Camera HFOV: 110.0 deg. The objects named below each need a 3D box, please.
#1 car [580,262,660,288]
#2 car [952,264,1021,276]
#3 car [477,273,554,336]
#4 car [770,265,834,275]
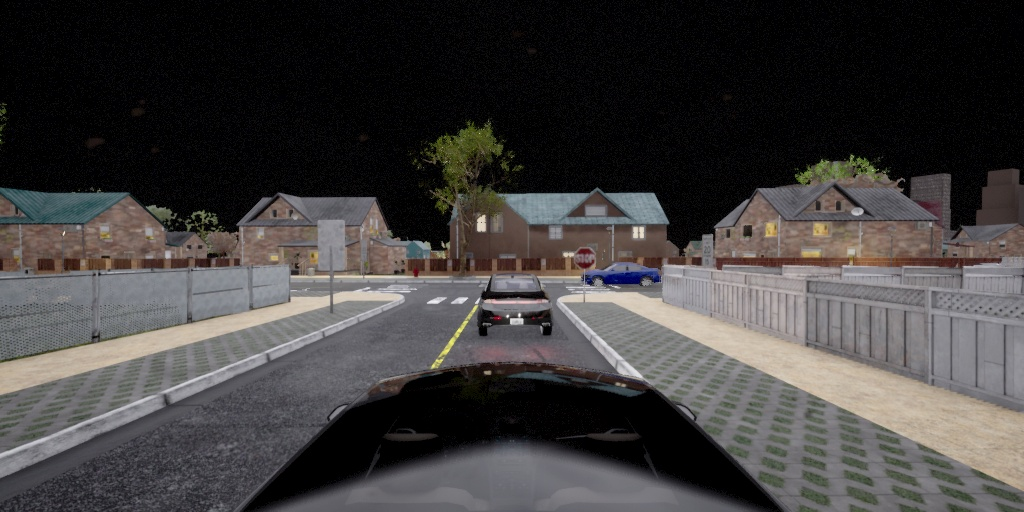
[{"bbox_3d":[6.926,1.185,23.233,5.008,1.535,1.882,0,1,-1],"label":"car"},{"bbox_3d":[30.571,1.224,23.070,4.674,1.442,1.812,0,1,-2],"label":"car"},{"bbox_3d":[0.029,1.238,10.377,2.128,1.511,4.902,0,0,-2],"label":"car"},{"bbox_3d":[18.293,1.263,23.167,4.181,1.385,1.994,0,1,1],"label":"car"}]
